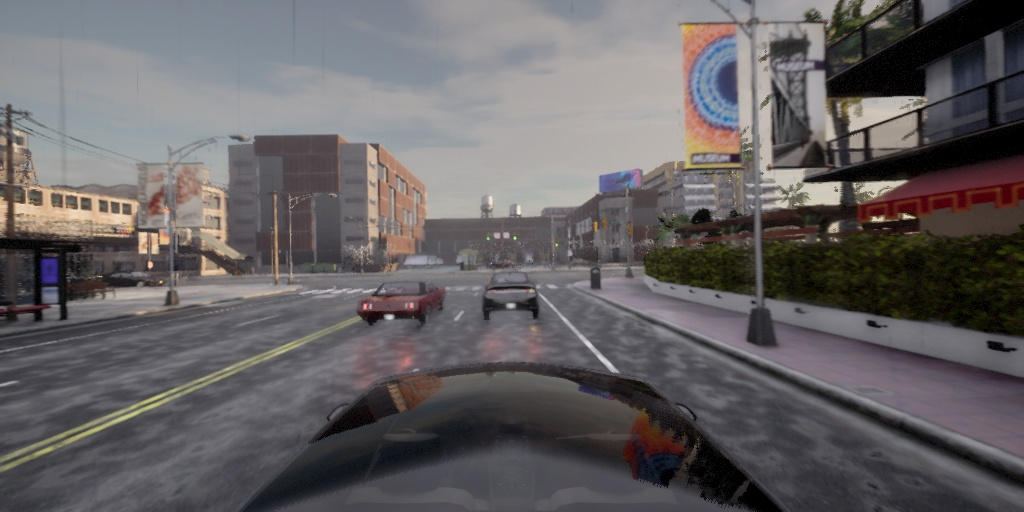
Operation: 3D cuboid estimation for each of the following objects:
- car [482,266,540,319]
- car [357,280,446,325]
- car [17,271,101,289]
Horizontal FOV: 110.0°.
[{"bbox_3d":[-0.060,1.304,13.174,2.128,1.511,4.902,-1,0,-1],"label":"car"},{"bbox_3d":[-3.551,1.486,12.543,1.895,1.301,4.718,-1,0,-1],"label":"car"},{"bbox_3d":[-44.556,2.441,35.292,5.357,1.411,2.033,-1,0,0],"label":"car"}]
